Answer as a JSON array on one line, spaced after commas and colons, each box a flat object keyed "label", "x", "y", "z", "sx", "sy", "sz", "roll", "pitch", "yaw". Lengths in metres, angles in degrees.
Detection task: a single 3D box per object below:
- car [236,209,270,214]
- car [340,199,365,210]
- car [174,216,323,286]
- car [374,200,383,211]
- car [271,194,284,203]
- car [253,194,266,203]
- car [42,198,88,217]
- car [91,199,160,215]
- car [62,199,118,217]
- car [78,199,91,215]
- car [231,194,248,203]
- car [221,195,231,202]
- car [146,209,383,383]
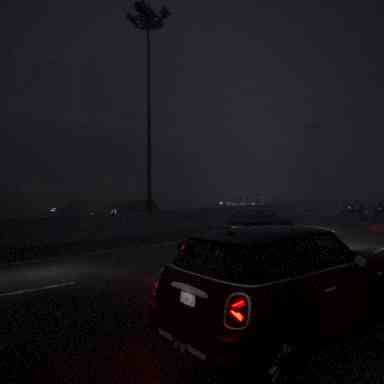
[{"label": "car", "x": 3.269, "y": 1.517, "z": 16.302, "sx": 4.181, "sy": 1.385, "sz": 1.994, "roll": 0, "pitch": 0, "yaw": -44}, {"label": "car", "x": 14.993, "y": 1.395, "z": 31.120, "sx": 2.033, "sy": 1.411, "sz": 5.357, "roll": 0, "pitch": 0, "yaw": 31}, {"label": "car", "x": 1.915, "y": 1.573, "z": 10.159, "sx": 4.718, "sy": 1.301, "sz": 1.895, "roll": 0, "pitch": 0, "yaw": -41}, {"label": "car", "x": 14.508, "y": 1.353, "z": 24.241, "sx": 2.128, "sy": 1.511, "sz": 4.902, "roll": 0, "pitch": 0, "yaw": 36}, {"label": "car", "x": 15.545, "y": 1.149, "z": 60.303, "sx": 2.097, "sy": 1.767, "sz": 4.553, "roll": 0, "pitch": 0, "yaw": 18}, {"label": "car", "x": 12.817, "y": 1.163, "z": 63.276, "sx": 2.097, "sy": 1.767, "sz": 4.553, "roll": 0, "pitch": 0, "yaw": 18}, {"label": "car", "x": -10.080, "y": 1.379, "z": 27.894, "sx": 2.097, "sy": 1.767, "sz": 4.553, "roll": 0, "pitch": 0, "yaw": 45}, {"label": "car", "x": -4.410, "y": 1.346, "z": 23.710, "sx": 2.097, "sy": 1.767, "sz": 4.553, "roll": 0, "pitch": 0, "yaw": 44}, {"label": "car", "x": -10.008, "y": 1.510, "z": 32.918, "sx": 2.128, "sy": 1.511, "sz": 4.902, "roll": 0, "pitch": 0, "yaw": 41}, {"label": "car", "x": -6.218, "y": 1.507, "z": 26.779, "sx": 1.837, "sy": 1.490, "sz": 4.892, "roll": 0, "pitch": 1, "yaw": 44}, {"label": "car", "x": 9.474, "y": 1.185, "z": 64.312, "sx": 2.097, "sy": 1.767, "sz": 4.553, "roll": 0, "pitch": 0, "yaw": 18}, {"label": "car", "x": 7.267, "y": 1.340, "z": 68.925, "sx": 1.837, "sy": 1.490, "sz": 4.892, "roll": 0, "pitch": 0, "yaw": 17}, {"label": "car", "x": 1.607, "y": 1.334, "z": 5.458, "sx": 4.553, "sy": 1.767, "sz": 2.097, "roll": 0, "pitch": 0, "yaw": -39}]
